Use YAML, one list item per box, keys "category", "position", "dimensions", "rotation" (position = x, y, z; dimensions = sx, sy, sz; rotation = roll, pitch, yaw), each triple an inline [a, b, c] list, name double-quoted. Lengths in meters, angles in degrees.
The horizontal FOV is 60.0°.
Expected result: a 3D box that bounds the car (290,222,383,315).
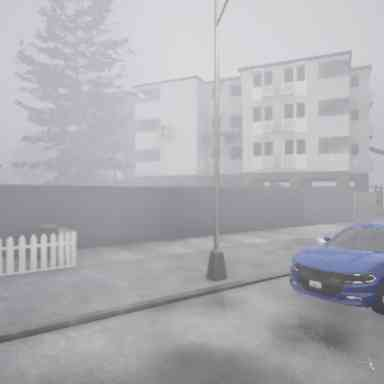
- category: "car"
  position: [4.353, 1.453, 7.647]
  dimensions: [5.008, 1.535, 1.882]
  rotation: [0, 0, -35]
